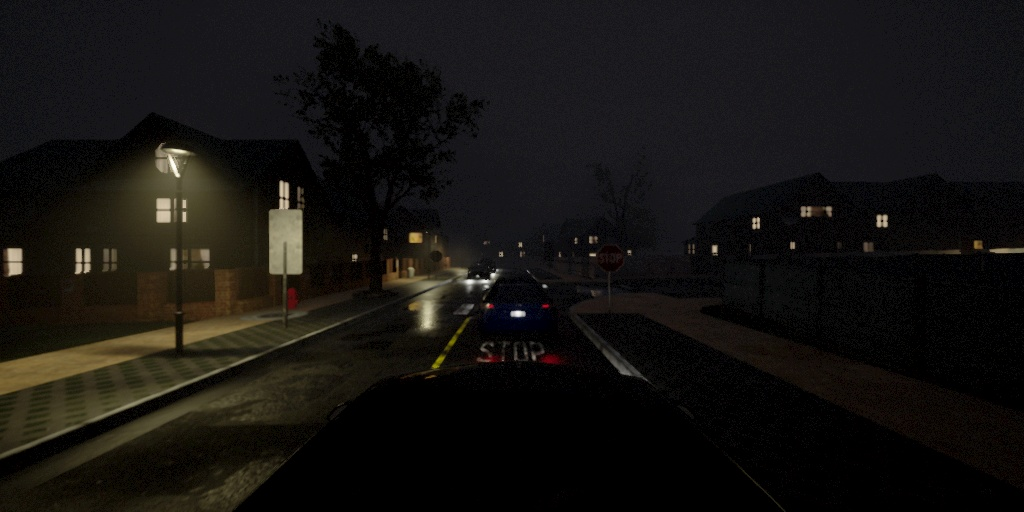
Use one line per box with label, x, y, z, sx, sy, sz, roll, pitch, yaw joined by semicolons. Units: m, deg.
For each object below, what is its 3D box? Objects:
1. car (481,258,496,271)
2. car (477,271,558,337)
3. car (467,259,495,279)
car;-2.913;0.993;41.226;2.097;1.767;4.553;0;0;-1
car;0.112;1.293;10.242;1.994;1.385;4.181;0;0;-1
car;-2.826;1.216;31.597;2.033;1.411;5.357;0;0;-1
